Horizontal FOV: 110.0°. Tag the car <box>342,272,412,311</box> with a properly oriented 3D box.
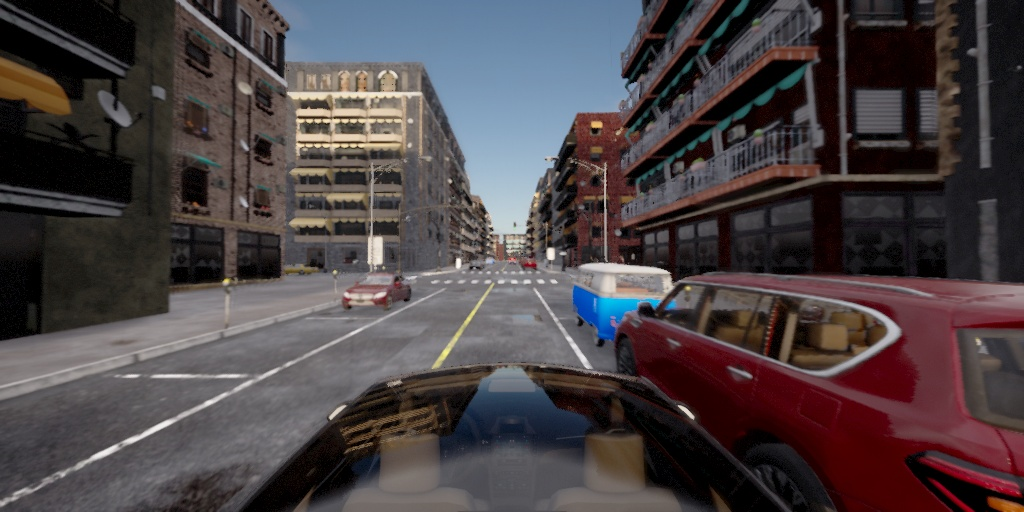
[{"bbox_3d":[-5.308,1.341,14.605,1.802,1.307,4.207,0,0,0],"label":"car"}]

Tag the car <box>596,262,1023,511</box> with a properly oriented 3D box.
[{"bbox_3d":[2.535,1.065,3.484,2.192,1.841,5.009,0,0,0],"label":"car"}]

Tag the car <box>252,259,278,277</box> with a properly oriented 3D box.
[{"bbox_3d":[-24.275,1.085,32.538,5.009,1.841,2.192,0,0,0],"label":"car"}]

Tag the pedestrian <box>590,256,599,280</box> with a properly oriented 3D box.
[{"bbox_3d":[6.054,0.911,25.753,0.375,1.860,0.375,1,-1,0],"label":"pedestrian"}]

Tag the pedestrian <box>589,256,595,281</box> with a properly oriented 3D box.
[{"bbox_3d":[6.022,0.900,26.953,0.375,1.860,0.375,1,-1,0],"label":"pedestrian"}]

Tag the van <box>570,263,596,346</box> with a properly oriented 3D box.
[{"bbox_3d":[2.537,1.094,9.016,1.690,1.789,3.998,0,0,0],"label":"van"}]

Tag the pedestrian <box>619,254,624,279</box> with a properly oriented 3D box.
[{"bbox_3d":[8.021,0.791,26.354,0.375,1.860,0.375,1,-1,0],"label":"pedestrian"}]

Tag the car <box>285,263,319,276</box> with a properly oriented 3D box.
[{"bbox_3d":[-24.425,1.465,40.417,4.829,1.417,1.751,0,0,0],"label":"car"}]

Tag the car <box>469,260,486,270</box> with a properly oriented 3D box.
[{"bbox_3d":[-5.291,1.363,52.685,1.948,1.339,4.313,0,0,0],"label":"car"}]

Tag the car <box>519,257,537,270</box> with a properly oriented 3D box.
[{"bbox_3d":[2.591,1.111,52.727,2.192,1.841,5.009,0,0,0],"label":"car"}]

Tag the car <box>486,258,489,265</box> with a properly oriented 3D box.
[{"bbox_3d":[-5.288,1.369,58.246,1.948,1.339,4.313,0,0,0],"label":"car"}]
